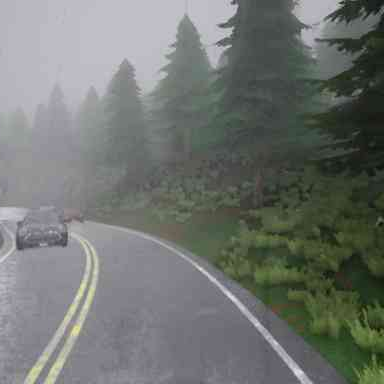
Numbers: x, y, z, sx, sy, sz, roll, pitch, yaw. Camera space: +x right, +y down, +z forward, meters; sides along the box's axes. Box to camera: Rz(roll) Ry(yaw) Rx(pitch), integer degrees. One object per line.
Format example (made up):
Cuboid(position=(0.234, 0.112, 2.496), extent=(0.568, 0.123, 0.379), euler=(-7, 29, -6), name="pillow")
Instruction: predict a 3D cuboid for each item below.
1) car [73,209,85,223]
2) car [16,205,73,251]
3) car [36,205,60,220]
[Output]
Cuboid(position=(-11.234, 2.182, 30.207), extent=(1.895, 1.301, 4.718), euler=(-3, 0, -31), name="car")
Cuboid(position=(-7.299, 1.713, 16.216), extent=(2.097, 1.767, 4.553), euler=(-2, -1, -25), name="car")
Cuboid(position=(-17.163, 2.368, 39.546), extent=(1.837, 1.490, 4.892), euler=(-3, 1, -33), name="car")
